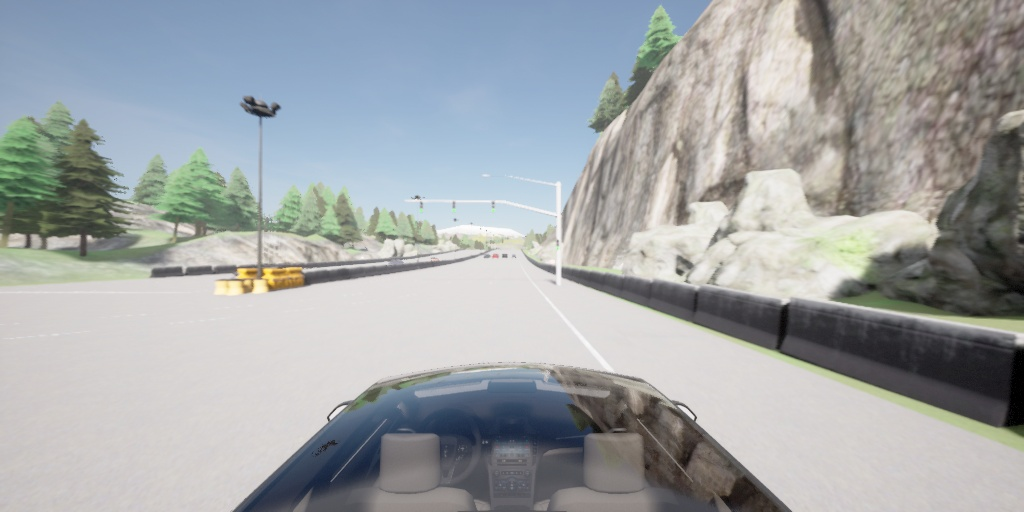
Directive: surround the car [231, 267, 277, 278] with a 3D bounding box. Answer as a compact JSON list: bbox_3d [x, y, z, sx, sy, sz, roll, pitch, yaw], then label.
[{"bbox_3d":[-21.031,1.601,30.172,1.895,1.301,4.718,0,0,0],"label":"car"}]
